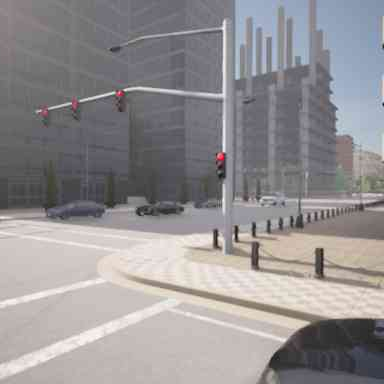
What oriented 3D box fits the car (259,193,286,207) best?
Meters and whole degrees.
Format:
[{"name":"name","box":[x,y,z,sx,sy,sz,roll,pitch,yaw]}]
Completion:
[{"name":"car","box":[11.951,1.093,48.920,2.150,2.045,5.566,0,0,36]}]

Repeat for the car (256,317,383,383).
[{"name":"car","box":[2.512,1.568,2.174,4.181,1.385,1.994,0,0,36]}]

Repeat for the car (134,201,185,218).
[{"name":"car","box":[-2.723,1.469,28.677,1.895,1.301,4.718,0,0,36]}]

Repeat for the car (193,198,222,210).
[{"name":"car","box":[1.966,1.418,41.138,1.994,1.385,4.181,0,0,36]}]

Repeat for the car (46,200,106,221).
[{"name":"car","box":[-8.963,1.380,26.028,1.812,1.442,4.674,0,1,38]}]

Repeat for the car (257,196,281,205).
[{"name":"car","box":[13.059,1.384,56.329,2.128,1.511,4.902,0,0,36]}]
